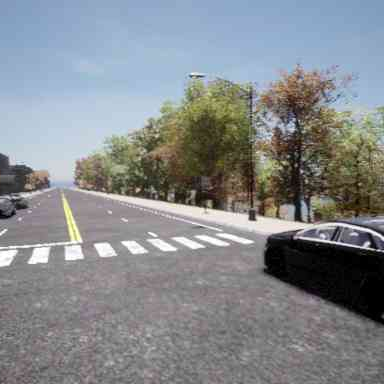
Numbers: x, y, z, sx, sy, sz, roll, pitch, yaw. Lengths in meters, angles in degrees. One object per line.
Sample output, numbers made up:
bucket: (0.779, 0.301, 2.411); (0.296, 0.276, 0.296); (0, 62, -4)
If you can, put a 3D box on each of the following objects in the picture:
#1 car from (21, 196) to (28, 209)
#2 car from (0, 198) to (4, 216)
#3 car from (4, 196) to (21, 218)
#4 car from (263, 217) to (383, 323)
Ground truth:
car: (-18.552, 1.079, 35.074); (1.994, 1.385, 4.181); (-2, 1, -21)
car: (-11.281, 1.301, 16.664); (2.128, 1.511, 4.902); (-2, 1, -20)
car: (-14.899, 1.211, 25.789); (2.033, 1.411, 5.357); (-2, 1, -22)
car: (3.313, 1.262, 6.725); (2.128, 1.511, 4.902); (-2, 1, -21)
